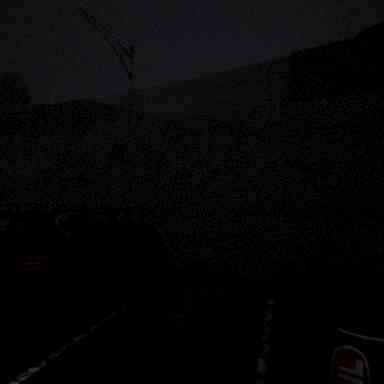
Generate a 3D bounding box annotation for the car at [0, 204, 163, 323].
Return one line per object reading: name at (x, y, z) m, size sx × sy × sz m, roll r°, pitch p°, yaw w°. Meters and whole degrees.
car at (-2.488, 1.283, 7.603) m, size 2.435 × 2.045 × 5.566 m, roll -1°, pitch -1°, yaw 15°

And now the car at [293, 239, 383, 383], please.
car at (2.387, 1.363, 4.058) m, size 2.185 × 1.767 × 4.553 m, roll 0°, pitch -1°, yaw 15°
